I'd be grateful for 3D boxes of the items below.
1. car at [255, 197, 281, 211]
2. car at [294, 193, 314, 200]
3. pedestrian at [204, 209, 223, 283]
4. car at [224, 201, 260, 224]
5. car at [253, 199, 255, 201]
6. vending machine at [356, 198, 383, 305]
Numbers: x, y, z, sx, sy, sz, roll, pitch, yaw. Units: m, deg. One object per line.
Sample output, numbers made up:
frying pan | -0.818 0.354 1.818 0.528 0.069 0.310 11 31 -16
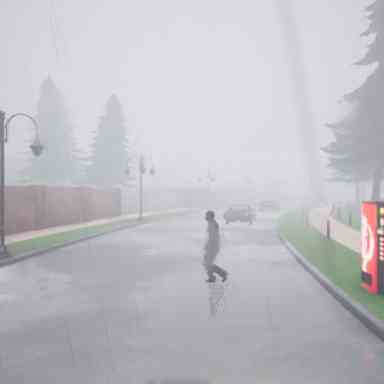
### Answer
car | 9.384 1.487 39.805 1.837 1.490 4.892 0 0 25
car | 28.111 1.138 84.917 3.866 1.878 1.905 0 0 44
pedestrian | 0.517 1.290 8.108 0.375 1.860 0.375 0 0 5
car | 3.642 1.590 24.414 1.895 1.301 4.718 0 0 15
car | 9.994 1.503 48.902 1.812 1.442 4.674 0 0 30
vending machine | 4.205 1.192 7.018 1.100 2.100 0.880 0 0 5
